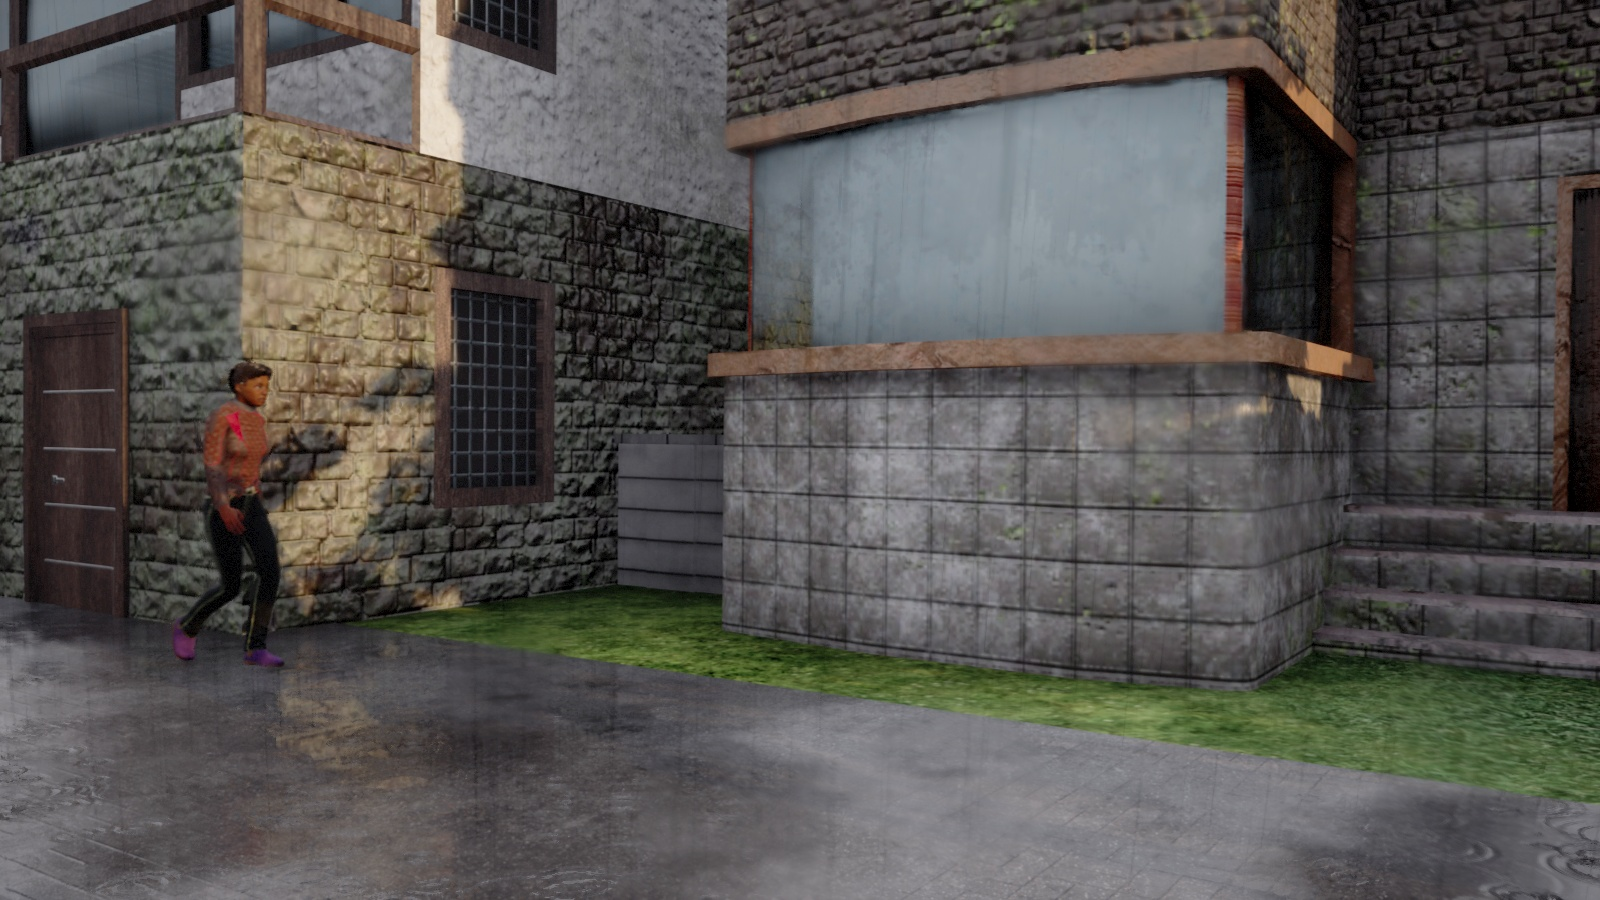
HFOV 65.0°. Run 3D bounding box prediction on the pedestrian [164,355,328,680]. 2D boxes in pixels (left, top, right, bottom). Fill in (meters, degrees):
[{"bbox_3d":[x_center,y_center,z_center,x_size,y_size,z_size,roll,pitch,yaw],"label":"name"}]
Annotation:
[{"bbox_3d":[-3.212,0.374,7.286,0.869,1.805,0.328,0,1,21],"label":"pedestrian"}]
